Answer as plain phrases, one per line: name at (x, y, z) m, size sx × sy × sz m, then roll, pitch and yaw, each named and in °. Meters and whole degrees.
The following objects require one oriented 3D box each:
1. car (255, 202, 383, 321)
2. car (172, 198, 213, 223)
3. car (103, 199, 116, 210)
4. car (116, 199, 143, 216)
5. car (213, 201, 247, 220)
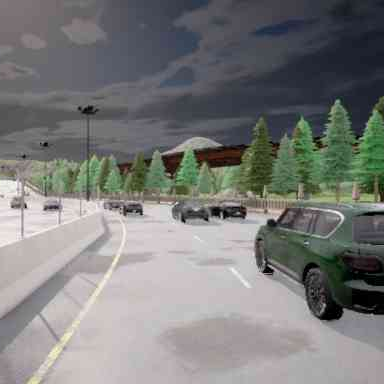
car at (3.107, 1.221, 7.497) m, size 2.150 × 2.045 × 5.566 m, roll 0°, pitch 0°, yaw -5°
car at (-0.241, 1.352, 26.105) m, size 2.097 × 1.767 × 4.553 m, roll 0°, pitch 0°, yaw -14°
car at (-10.013, 1.547, 42.649) m, size 2.033 × 1.411 × 5.357 m, roll 0°, pitch 0°, yaw -27°
car at (-6.082, 1.505, 32.960) m, size 1.837 × 1.490 × 4.892 m, roll 0°, pitch 0°, yaw -19°
car at (2.877, 1.477, 27.946) m, size 1.882 × 1.535 × 5.008 m, roll 0°, pitch 0°, yaw -15°
